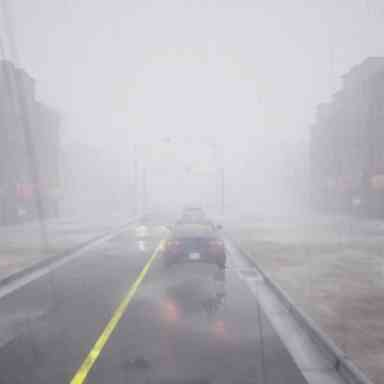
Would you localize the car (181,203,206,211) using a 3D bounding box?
[{"bbox_3d":[0.103,1.691,27.626,2.128,1.511,4.902,0,-1,0],"label":"car"}]

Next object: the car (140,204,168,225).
[{"bbox_3d":[-2.833,1.702,25.711,1.812,1.442,4.674,0,-1,0],"label":"car"}]

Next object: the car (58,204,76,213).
[{"bbox_3d":[-20.352,2.551,51.896,4.403,1.369,2.008,-1,1,0],"label":"car"}]

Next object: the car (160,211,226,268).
[{"bbox_3d":[0.090,1.583,11.383,1.812,1.442,4.674,0,0,0],"label":"car"}]
